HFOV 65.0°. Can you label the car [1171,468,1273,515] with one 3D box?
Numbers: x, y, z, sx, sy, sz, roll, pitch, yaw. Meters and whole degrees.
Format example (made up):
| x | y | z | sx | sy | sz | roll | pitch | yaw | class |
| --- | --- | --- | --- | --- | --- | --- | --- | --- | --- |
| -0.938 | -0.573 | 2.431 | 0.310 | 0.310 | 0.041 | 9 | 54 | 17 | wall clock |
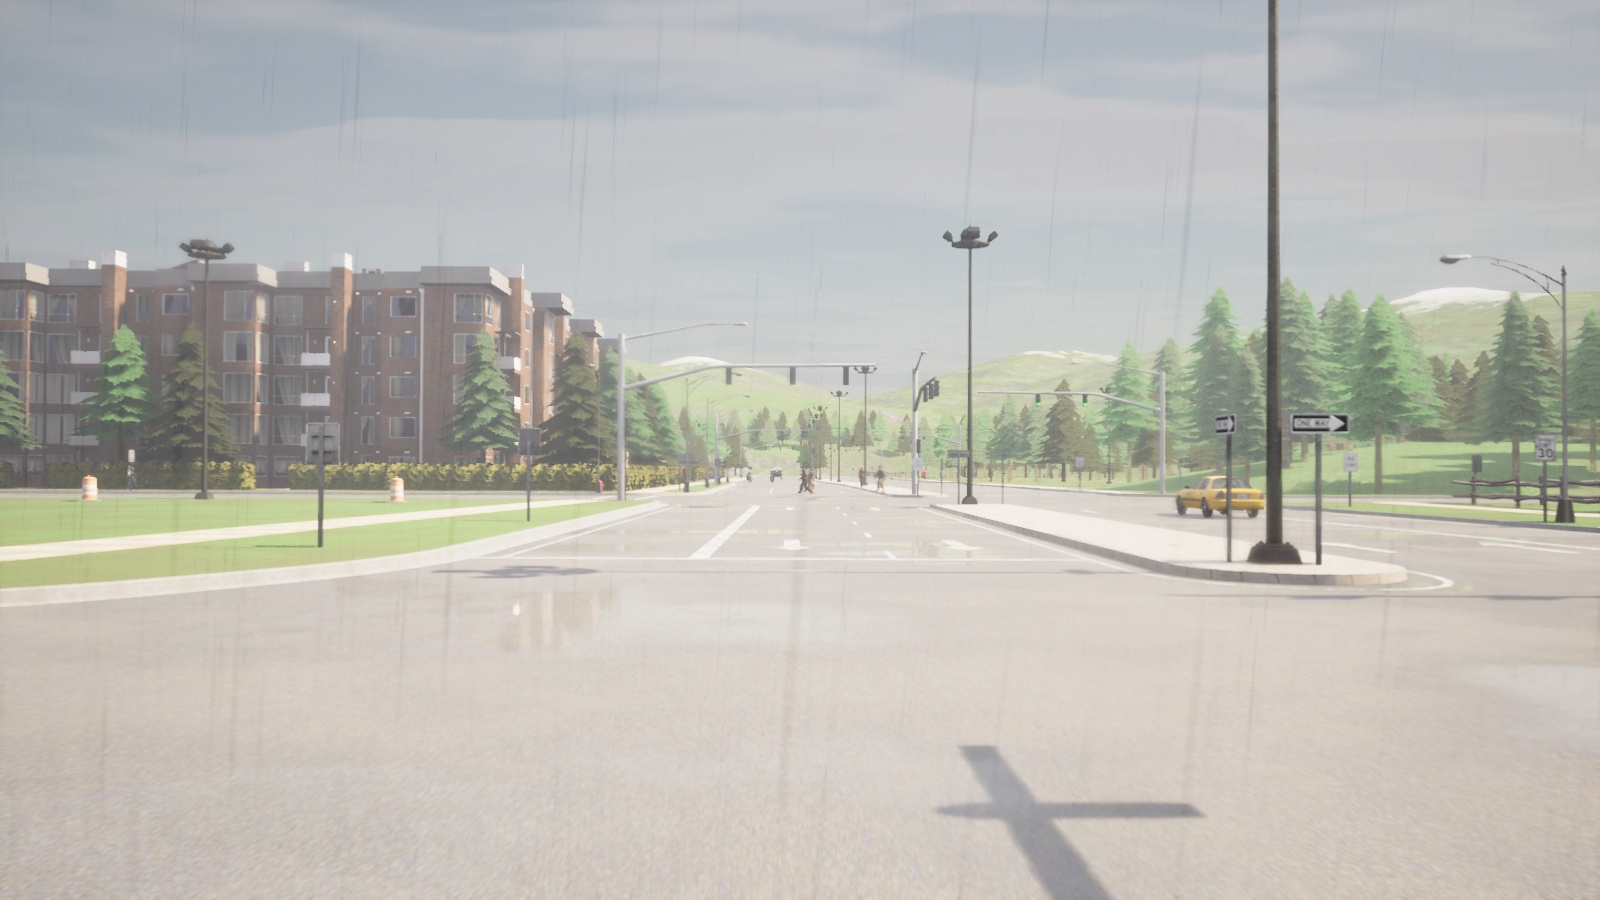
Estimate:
| x | y | z | sx | sy | sz | roll | pitch | yaw | class |
| --- | --- | --- | --- | --- | --- | --- | --- | --- | --- |
| 14.890 | 1.442 | 44.674 | 1.801 | 1.575 | 5.366 | 0 | -1 | 0 | car |
